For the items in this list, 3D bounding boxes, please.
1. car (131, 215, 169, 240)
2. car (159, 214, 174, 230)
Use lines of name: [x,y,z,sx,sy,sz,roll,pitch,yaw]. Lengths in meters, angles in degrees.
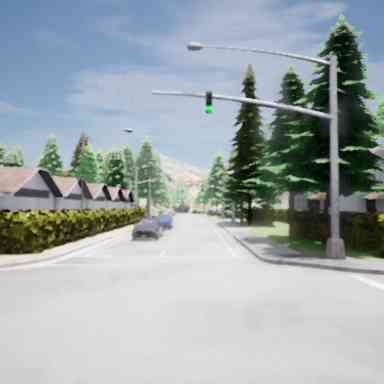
car: [-3.164,2.693,24.793,2.033,1.411,5.357,0,-2,1]
car: [-2.980,3.073,35.067,1.882,1.535,5.008,0,-2,1]
